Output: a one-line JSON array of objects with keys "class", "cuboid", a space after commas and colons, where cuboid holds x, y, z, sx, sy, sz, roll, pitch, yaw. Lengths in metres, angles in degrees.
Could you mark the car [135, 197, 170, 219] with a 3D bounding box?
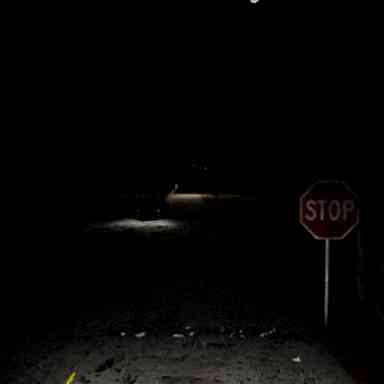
[{"class": "car", "cuboid": [-2.836, 1.134, 24.885, 1.882, 1.535, 5.008, 0, 2, 5]}]
